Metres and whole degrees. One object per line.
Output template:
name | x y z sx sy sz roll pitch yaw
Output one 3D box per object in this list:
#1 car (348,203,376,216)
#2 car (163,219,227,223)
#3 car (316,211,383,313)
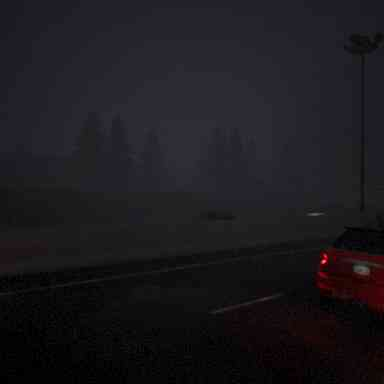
car | 19.946 1.956 38.888 1.895 1.301 4.718 0 0 40
car | 0.761 1.698 17.455 4.718 1.301 1.895 1 0 -36
car | 4.743 1.424 7.137 4.553 1.767 2.097 1 0 -35
